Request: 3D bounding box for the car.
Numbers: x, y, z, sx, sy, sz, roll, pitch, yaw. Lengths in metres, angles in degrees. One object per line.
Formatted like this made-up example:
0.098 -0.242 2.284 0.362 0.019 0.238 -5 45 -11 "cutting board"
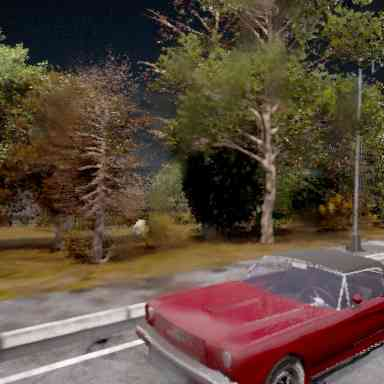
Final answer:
1.641 1.610 4.853 4.718 1.301 1.895 0 0 -35 "car"
